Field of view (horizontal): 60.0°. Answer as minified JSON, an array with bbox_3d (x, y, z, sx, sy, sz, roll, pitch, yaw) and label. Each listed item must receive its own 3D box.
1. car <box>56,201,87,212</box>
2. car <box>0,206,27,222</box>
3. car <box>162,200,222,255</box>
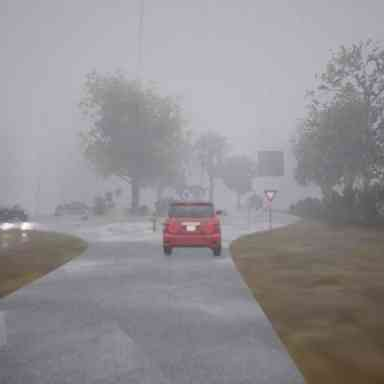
[{"bbox_3d":[-16.992,2.010,47.076,1.994,1.385,4.181,0,-1,37],"label":"car"},{"bbox_3d":[-16.221,1.881,29.640,1.895,1.301,4.718,0,-1,-41],"label":"car"},{"bbox_3d":[0.096,1.350,14.016,2.150,2.045,5.566,0,0,3],"label":"car"}]
